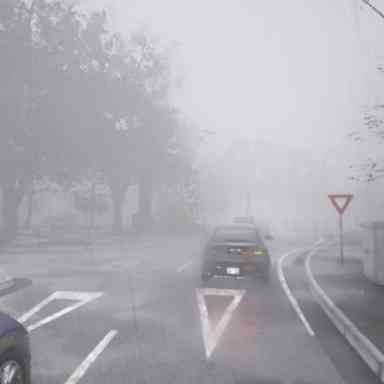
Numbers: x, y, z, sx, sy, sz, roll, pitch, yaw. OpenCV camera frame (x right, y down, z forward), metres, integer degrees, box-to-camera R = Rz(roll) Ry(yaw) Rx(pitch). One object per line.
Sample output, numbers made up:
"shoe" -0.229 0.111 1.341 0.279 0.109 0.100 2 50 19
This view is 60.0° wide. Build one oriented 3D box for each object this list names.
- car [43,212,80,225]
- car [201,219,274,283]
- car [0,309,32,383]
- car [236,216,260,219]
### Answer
"car" -21.020 4.294 53.824 5.566 2.045 2.150 1 -4 -20
"car" 1.485 1.793 10.546 1.837 1.490 4.892 -1 -3 11
"car" -2.821 1.360 1.772 2.097 1.767 4.553 0 0 2
"car" 4.407 2.616 25.221 2.097 1.767 4.553 -2 -4 25
